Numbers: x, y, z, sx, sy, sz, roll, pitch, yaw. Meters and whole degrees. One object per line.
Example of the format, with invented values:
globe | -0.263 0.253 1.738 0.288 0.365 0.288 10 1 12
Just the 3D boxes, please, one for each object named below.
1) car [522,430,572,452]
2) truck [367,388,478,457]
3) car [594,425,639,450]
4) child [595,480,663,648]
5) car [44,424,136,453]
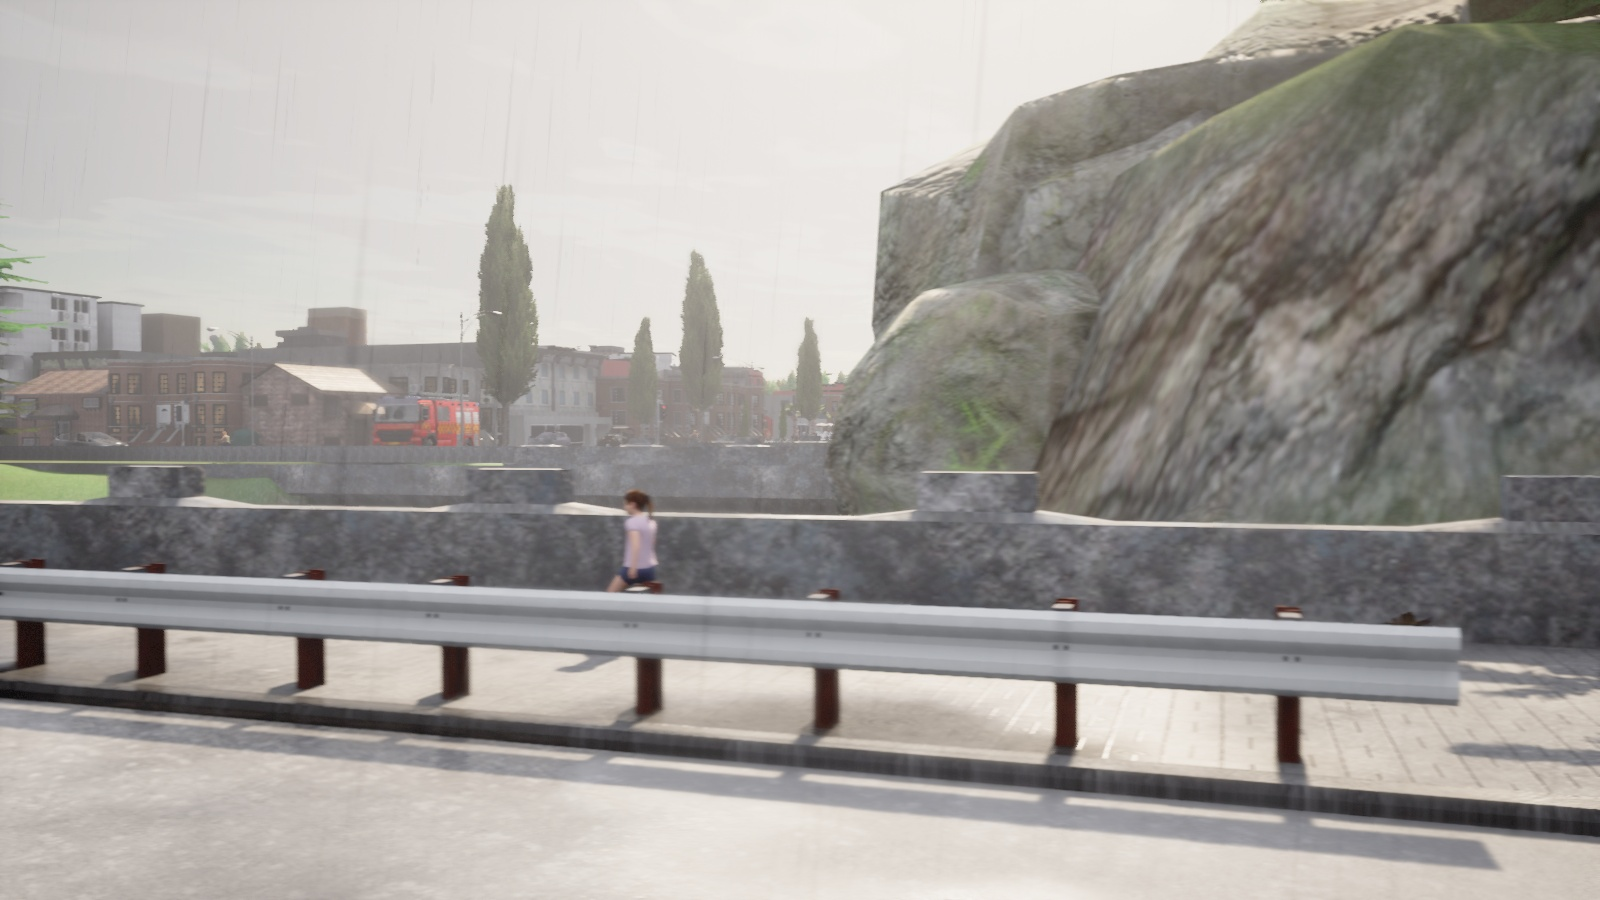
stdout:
car | -17.539 -0.623 87.262 1.845 1.501 3.633 1 1 19
truck | -22.124 -1.612 74.273 2.891 3.827 8.468 0 1 9
car | -14.167 -0.988 97.256 1.905 1.878 3.866 1 1 19
child | -1.178 0.774 8.652 0.394 1.110 0.255 1 1 31
car | -42.050 -0.678 74.378 4.611 1.667 2.242 1 1 19
